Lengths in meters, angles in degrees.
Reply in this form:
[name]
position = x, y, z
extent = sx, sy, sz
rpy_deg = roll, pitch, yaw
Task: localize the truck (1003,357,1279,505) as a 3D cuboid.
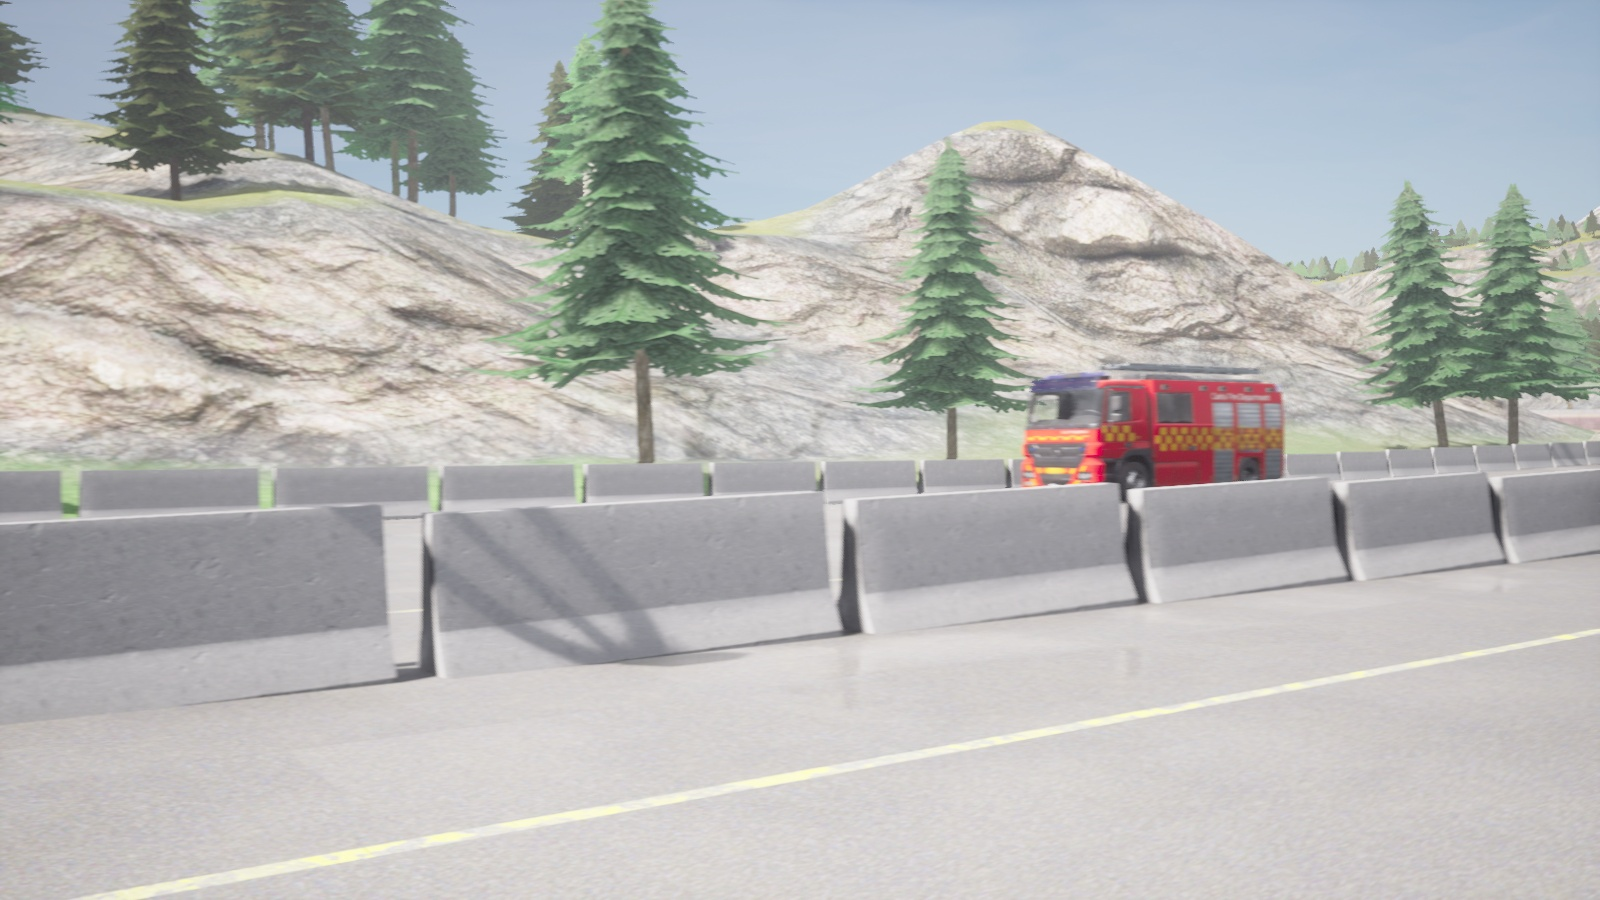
[truck]
position = 9.965, -0.541, 36.186
extent = 8.468, 3.827, 2.891
rpy_deg = -1, 0, -35
